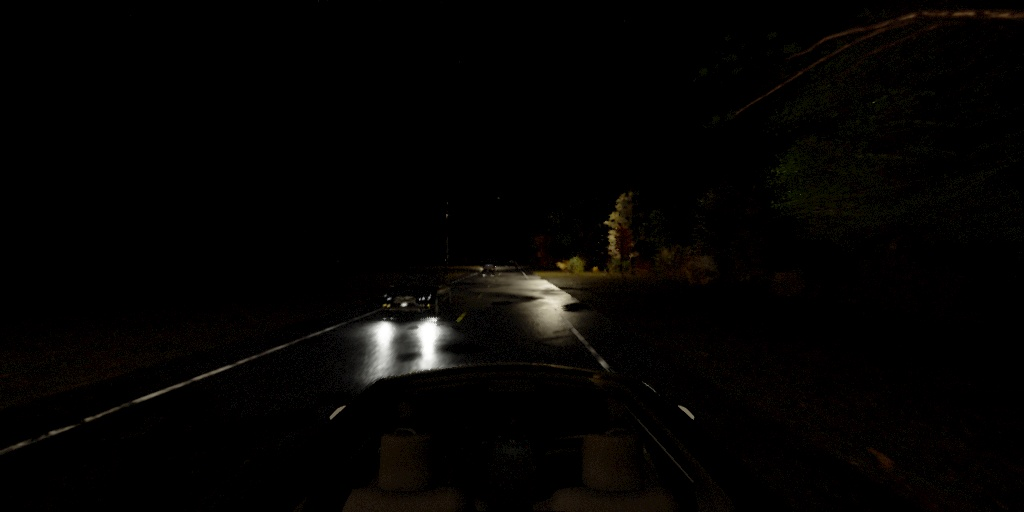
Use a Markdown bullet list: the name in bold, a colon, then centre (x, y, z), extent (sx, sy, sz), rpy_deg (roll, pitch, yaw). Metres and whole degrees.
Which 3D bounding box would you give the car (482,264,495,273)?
- **car**: centre (-3.560, 1.910, 55.730), extent (2.033, 1.411, 5.357), rpy_deg (0, -1, 1)

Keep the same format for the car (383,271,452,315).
- **car**: centre (-3.601, 1.399, 14.409), extent (1.837, 1.490, 4.892), rpy_deg (0, -1, 0)
